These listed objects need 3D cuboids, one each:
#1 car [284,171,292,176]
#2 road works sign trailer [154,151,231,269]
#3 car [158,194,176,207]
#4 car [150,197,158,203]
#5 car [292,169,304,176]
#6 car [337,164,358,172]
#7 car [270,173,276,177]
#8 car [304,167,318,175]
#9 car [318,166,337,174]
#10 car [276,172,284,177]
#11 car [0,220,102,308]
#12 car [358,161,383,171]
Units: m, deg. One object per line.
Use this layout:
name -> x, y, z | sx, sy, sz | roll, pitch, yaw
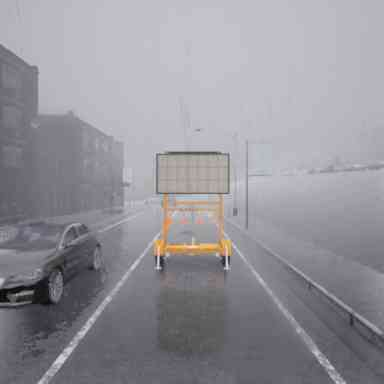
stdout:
car -> 22.063, -3.841, 71.704 | 2.002, 1.452, 4.674 | 0, 1, -3
road works sign trailer -> 0.034, 0.460, 11.070 | 2.380, 3.560, 2.880 | 0, 0, 1
car -> -3.649, 1.240, 52.147 | 2.150, 2.045, 5.566 | 0, 0, 0
car -> -8.584, 1.939, 80.715 | 2.097, 1.767, 4.553 | 0, -2, -24
car -> 22.418, -3.779, 66.167 | 2.097, 1.535, 5.008 | 0, 1, -4
car -> 24.216, -3.431, 49.498 | 2.002, 1.452, 4.674 | 0, 1, -7
car -> 21.697, -4.057, 82.764 | 2.231, 1.521, 4.892 | 0, 1, -1
car -> 22.889, -3.803, 60.662 | 2.185, 1.767, 4.553 | 0, 1, -5
car -> 23.511, -3.542, 54.972 | 2.163, 1.488, 4.792 | 0, 1, -6
car -> 21.828, -3.978, 77.246 | 2.231, 1.521, 4.892 | 0, 1, -1
car -> -3.603, 1.488, 8.118 | 2.128, 1.511, 4.902 | 0, 0, 0
car -> 25.023, -3.369, 44.137 | 2.231, 1.521, 4.892 | 0, 1, -9
